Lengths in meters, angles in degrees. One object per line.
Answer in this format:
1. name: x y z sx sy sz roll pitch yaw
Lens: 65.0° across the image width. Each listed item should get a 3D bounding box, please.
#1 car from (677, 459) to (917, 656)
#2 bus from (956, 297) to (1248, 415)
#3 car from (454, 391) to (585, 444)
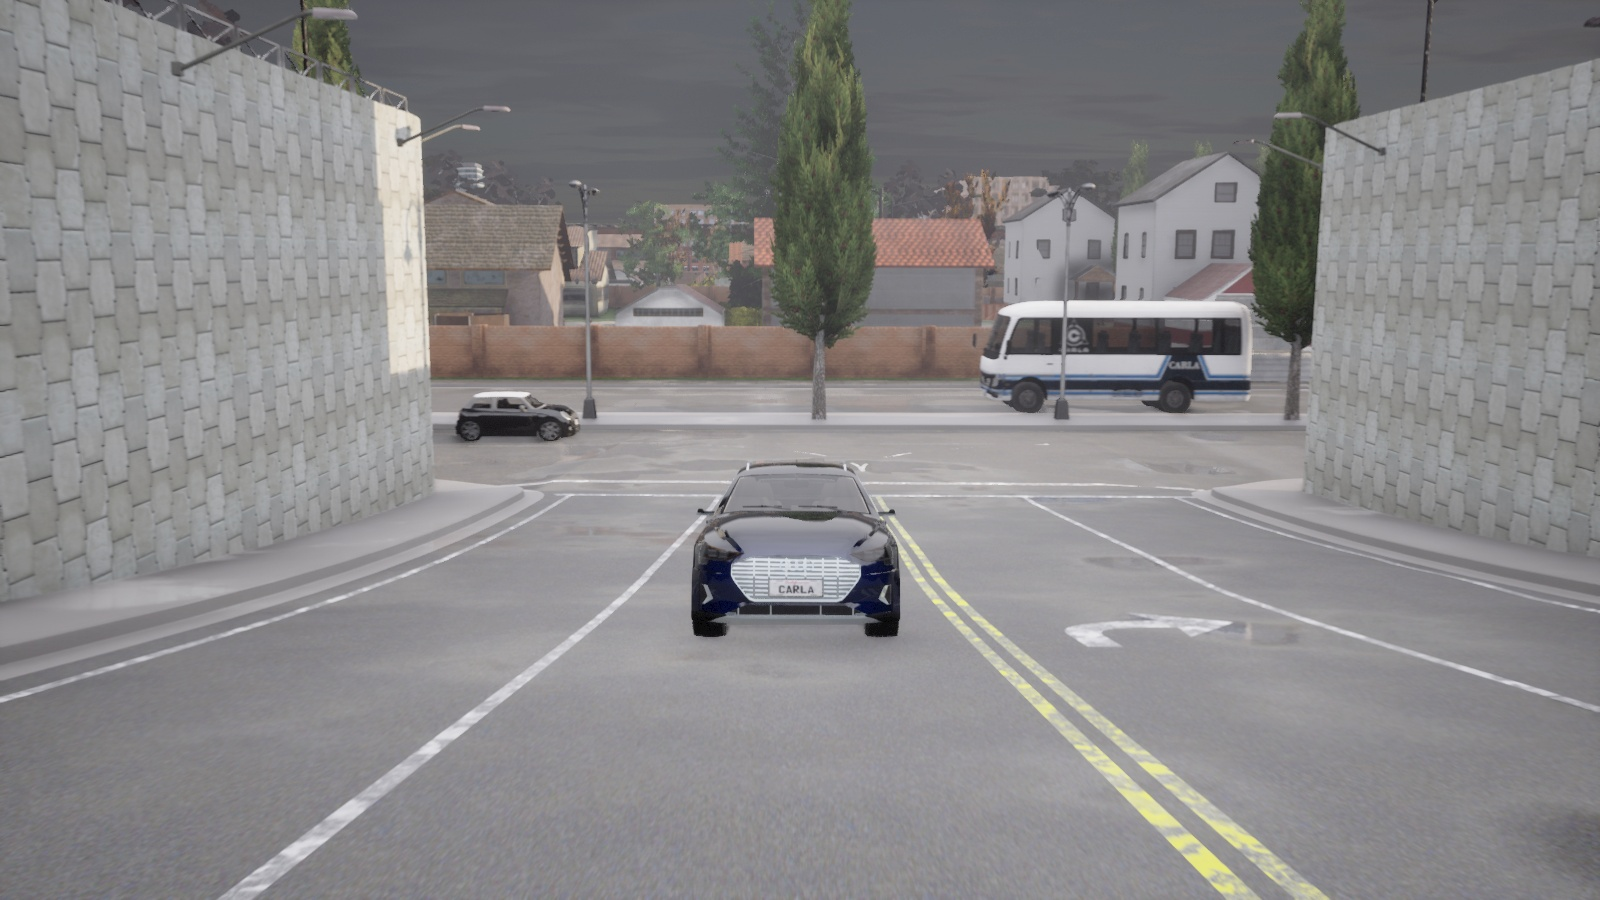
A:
1. car: -0.032 0.930 13.072 2.033 1.649 4.856 0 0 0
2. bus: 11.530 -3.748 48.980 10.273 4.253 3.944 0 9 -1
3. car: -9.052 -1.075 40.804 3.806 1.475 1.970 0 9 -1
